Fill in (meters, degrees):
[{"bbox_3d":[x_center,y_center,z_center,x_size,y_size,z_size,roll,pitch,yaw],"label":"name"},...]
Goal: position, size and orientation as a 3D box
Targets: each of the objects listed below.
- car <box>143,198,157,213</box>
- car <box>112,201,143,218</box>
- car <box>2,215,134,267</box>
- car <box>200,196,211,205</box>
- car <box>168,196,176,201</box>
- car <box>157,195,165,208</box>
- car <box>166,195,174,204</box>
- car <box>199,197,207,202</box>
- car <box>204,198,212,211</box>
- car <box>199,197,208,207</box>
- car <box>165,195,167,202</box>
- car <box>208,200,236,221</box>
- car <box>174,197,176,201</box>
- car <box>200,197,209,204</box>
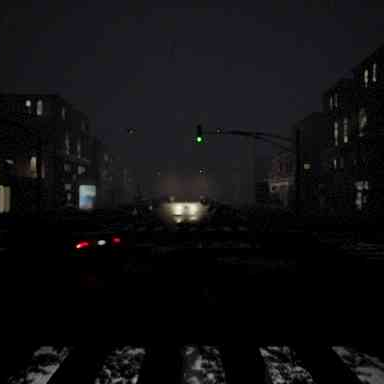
[{"bbox_3d":[-5.684,1.704,39.563,2.008,1.369,4.403,0,0,0],"label":"car"},{"bbox_3d":[-5.684,1.692,28.520,1.802,1.307,4.206,0,0,0],"label":"car"},{"bbox_3d":[-4.685,1.593,11.689,5.357,1.411,2.033,0,0,40],"label":"car"},{"bbox_3d":[2.700,1.704,67.159,1.967,1.590,4.097,0,0,0],"label":"car"},{"bbox_3d":[-5.679,1.823,94.784,1.967,1.590,4.097,0,0,0],"label":"car"},{"bbox_3d":[-5.682,1.637,50.608,1.967,1.590,4.097,0,0,0],"label":"car"},{"bbox_3d":[-5.680,1.602,72.697,2.192,1.841,5.009,0,0,0],"label":"car"},{"bbox_3d":[2.700,1.916,83.724,1.802,1.307,4.206,0,0,0],"label":"car"},{"bbox_3d":[2.697,1.734,39.549,1.802,1.307,4.206,0,0,0],"label":"car"},{"bbox_3d":[2.698,1.769,56.116,2.008,1.369,4.403,0,0,0],"label":"car"},{"bbox_3d":[-5.682,1.744,55.960,1.752,1.417,4.829,0,0,0],"label":"car"},{"bbox_3d":[2.696,1.676,28.506,1.947,1.339,4.313,0,0,0],"label":"car"},{"bbox_3d":[-5.681,1.859,83.570,1.752,1.417,4.829,0,0,0],"label":"car"},{"bbox_3d":[2.699,1.838,72.682,2.008,1.369,4.403,0,0,0],"label":"car"}]
